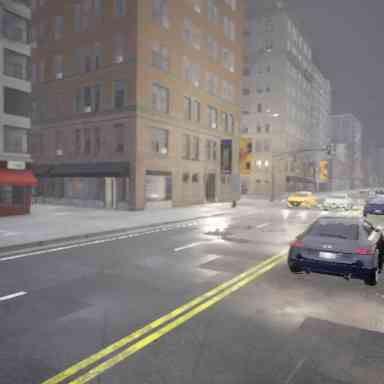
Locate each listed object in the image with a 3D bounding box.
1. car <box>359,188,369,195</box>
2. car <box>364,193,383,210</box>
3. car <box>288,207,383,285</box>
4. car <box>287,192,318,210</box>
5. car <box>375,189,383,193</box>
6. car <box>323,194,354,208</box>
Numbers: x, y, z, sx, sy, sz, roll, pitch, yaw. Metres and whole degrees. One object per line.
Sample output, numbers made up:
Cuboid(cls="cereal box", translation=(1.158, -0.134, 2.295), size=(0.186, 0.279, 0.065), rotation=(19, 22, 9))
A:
Cuboid(cls="car", translation=(40.121, -0.196, 77.500), size=(1.882, 1.535, 5.008), rotation=(2, 2, 33))
Cuboid(cls="car", translation=(13.105, 1.028, 23.134), size=(1.812, 1.442, 4.674), rotation=(2, 2, 33))
Cuboid(cls="car", translation=(4.112, 1.351, 9.109), size=(1.994, 1.385, 4.181), rotation=(2, 2, 33))
Cuboid(cls="car", translation=(10.413, 0.738, 31.189), size=(1.882, 1.535, 5.008), rotation=(2, 2, 33))
Cuboid(cls="car", translation=(42.840, -0.004, 75.726), size=(1.895, 1.301, 4.718), rotation=(2, 2, 33))
Cuboid(cls="car", translation=(12.773, 0.872, 28.865), size=(1.812, 1.442, 4.674), rotation=(2, 2, 33))
